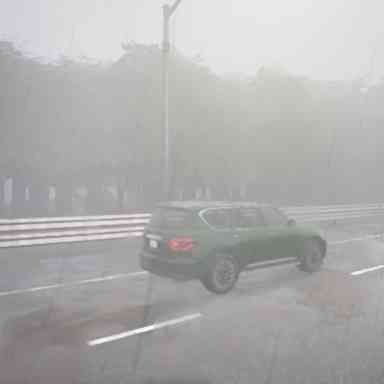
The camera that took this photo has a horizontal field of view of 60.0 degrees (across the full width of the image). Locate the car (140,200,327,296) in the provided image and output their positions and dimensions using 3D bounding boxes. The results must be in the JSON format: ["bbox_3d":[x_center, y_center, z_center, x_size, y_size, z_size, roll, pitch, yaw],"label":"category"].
[{"bbox_3d":[1.319,1.244,9.005,5.566,2.045,2.150,0,0,-36],"label":"car"}]
